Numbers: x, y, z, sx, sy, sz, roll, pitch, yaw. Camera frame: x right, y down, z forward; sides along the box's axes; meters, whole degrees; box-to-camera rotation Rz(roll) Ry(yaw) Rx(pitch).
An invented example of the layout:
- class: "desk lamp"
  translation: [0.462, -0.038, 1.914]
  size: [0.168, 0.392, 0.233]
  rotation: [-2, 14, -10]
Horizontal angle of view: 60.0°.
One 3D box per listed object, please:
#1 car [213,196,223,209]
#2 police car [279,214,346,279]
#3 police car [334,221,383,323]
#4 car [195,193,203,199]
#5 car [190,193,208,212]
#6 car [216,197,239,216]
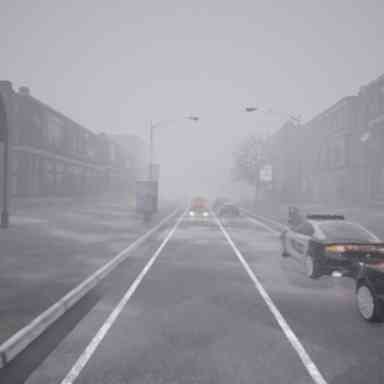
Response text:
- class: "car"
  translation: [3.955, 1.382, 45.658]
  size: [2.097, 1.767, 4.553]
  rotation: [1, 0, 1]
- class: "police car"
  translation: [4.085, 1.495, 10.375]
  size: [1.930, 1.638, 5.238]
  rotation: [1, 0, 1]
- class: "police car"
  translation: [3.956, 1.482, 4.376]
  size: [1.930, 1.638, 5.238]
  rotation: [1, 0, 1]
- class: "car"
  translation: [1.813, 1.005, 85.334]
  size: [1.837, 1.490, 4.892]
  rotation: [1, 0, 1]
- class: "car"
  translation: [0.819, 1.379, 39.607]
  size: [2.097, 1.767, 4.553]
  rotation: [1, 0, 1]
- class: "car"
  translation: [3.733, 1.604, 34.039]
  size: [1.812, 1.442, 4.674]
  rotation: [1, 0, 2]
